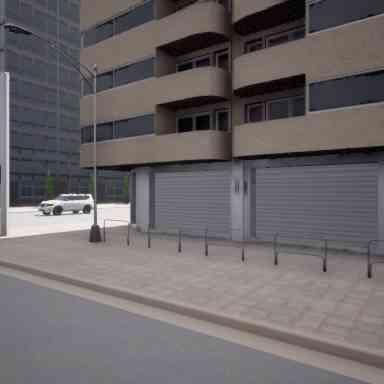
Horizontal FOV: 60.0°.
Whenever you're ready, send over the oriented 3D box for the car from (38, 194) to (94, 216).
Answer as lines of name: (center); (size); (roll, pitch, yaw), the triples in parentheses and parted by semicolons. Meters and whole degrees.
car: (-12.432, 1.221, 33.383); (2.150, 2.045, 5.566); (0, 0, 36)
